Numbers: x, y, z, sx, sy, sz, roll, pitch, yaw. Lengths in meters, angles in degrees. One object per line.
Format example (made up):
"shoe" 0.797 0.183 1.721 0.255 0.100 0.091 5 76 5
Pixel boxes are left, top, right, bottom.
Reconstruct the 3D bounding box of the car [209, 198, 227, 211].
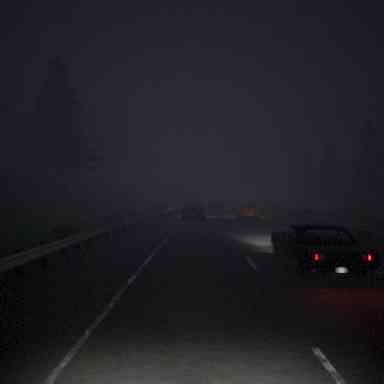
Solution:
"car" 3.452 1.743 47.344 2.097 1.767 4.553 0 -1 9

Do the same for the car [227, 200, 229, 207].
"car" 5.729 1.861 61.462 2.097 1.767 4.553 0 0 10

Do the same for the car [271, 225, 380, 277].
"car" 3.840 1.692 10.582 1.895 1.301 4.718 0 0 2

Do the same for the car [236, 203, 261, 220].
"car" 5.164 1.735 30.692 1.882 1.535 5.008 0 0 5

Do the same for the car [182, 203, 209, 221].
"car" 0.224 1.726 30.192 1.882 1.535 5.008 0 0 5
